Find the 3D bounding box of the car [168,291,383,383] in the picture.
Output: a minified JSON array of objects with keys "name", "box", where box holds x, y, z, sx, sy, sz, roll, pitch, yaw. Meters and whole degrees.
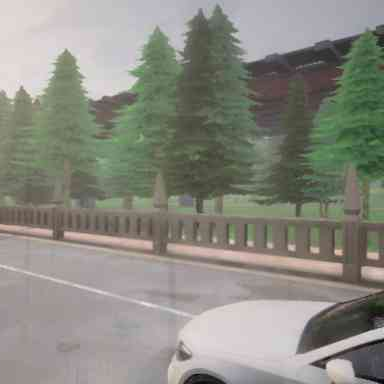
[{"name":"car","box":[1.955,1.525,2.596,4.674,1.442,1.812,0,0,35]}]
